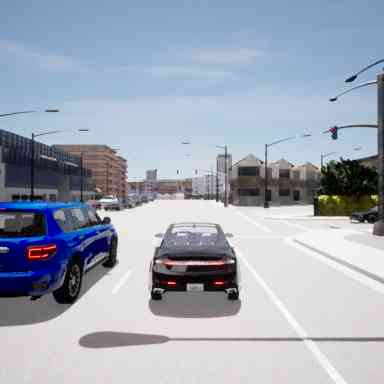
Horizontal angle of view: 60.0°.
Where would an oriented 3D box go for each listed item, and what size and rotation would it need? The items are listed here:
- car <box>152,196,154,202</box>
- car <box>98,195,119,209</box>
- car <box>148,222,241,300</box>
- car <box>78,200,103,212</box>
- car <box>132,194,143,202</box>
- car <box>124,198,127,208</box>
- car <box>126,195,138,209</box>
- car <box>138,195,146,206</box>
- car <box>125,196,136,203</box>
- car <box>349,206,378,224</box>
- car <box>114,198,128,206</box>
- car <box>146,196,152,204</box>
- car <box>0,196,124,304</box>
[{"bbox_3d":[-10.599,1.715,84.064,2.033,1.411,5.357,0,0,0],"label":"car"},{"bbox_3d":[-14.149,1.651,56.573,2.150,2.045,5.566,0,0,0],"label":"car"},{"bbox_3d":[0.059,1.506,8.387,2.128,1.511,4.902,0,0,0],"label":"car"},{"bbox_3d":[-14.155,1.859,46.690,1.882,1.535,5.008,0,-1,0],"label":"car"},{"bbox_3d":[-14.102,1.538,86.623,2.097,1.767,4.553,0,0,0],"label":"car"},{"bbox_3d":[-10.650,1.933,45.560,1.994,1.385,4.181,0,-1,0],"label":"car"},{"bbox_3d":[-10.648,1.785,54.647,2.097,1.767,4.553,0,0,0],"label":"car"},{"bbox_3d":[-10.621,1.900,63.584,1.837,1.490,4.892,0,1,1],"label":"car"},{"bbox_3d":[-14.090,1.726,76.419,1.837,1.490,4.892,0,1,0],"label":"car"},{"bbox_3d":[15.071,1.686,25.515,5.357,1.411,2.033,0,-1,0],"label":"car"},{"bbox_3d":[-14.090,1.966,66.324,1.895,1.301,4.718,0,1,0],"label":"car"},{"bbox_3d":[-10.587,1.759,73.756,1.837,1.490,4.892,0,1,0],"label":"car"},{"bbox_3d":[-3.442,1.239,8.343,2.150,2.045,5.566,0,0,0],"label":"car"}]
